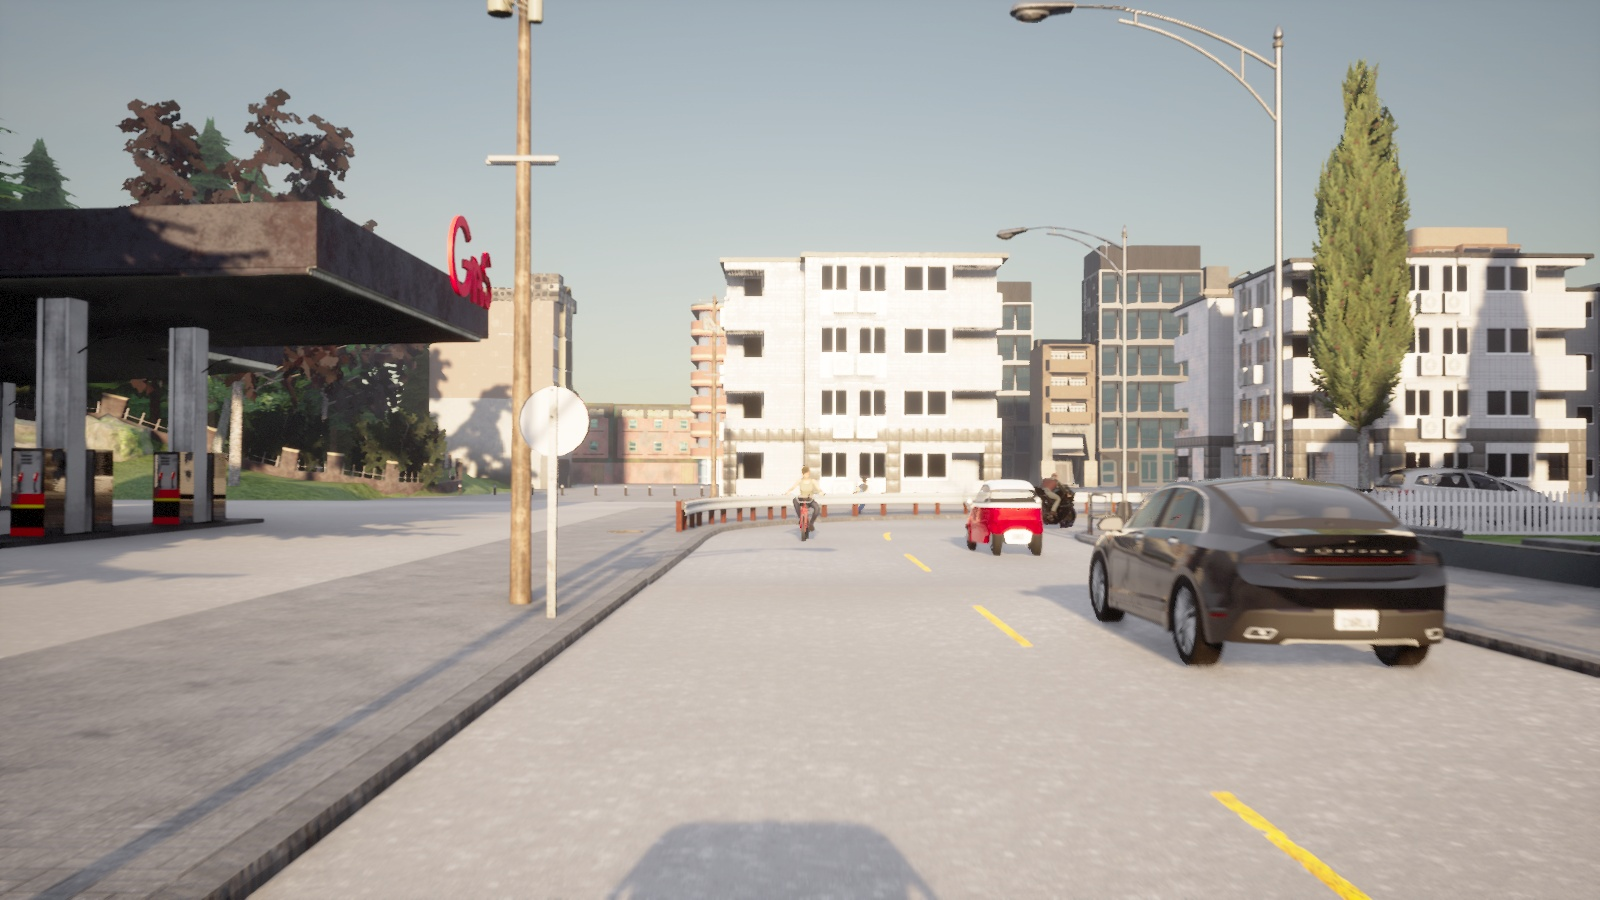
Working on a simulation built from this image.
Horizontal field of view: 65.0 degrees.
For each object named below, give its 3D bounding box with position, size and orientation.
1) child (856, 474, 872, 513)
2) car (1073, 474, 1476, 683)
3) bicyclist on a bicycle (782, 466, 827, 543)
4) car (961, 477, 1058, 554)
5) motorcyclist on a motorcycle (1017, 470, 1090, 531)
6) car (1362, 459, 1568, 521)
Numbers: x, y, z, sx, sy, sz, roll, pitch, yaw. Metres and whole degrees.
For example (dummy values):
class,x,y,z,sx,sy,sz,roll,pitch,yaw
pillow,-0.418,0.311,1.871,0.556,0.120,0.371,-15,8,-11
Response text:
class,x,y,z,sx,sy,sz,roll,pitch,yaw
child,2.075,1.409,40.953,0.437,1.263,0.270,0,-1,-33
car,3.972,0.974,11.549,1.837,1.490,4.892,0,-1,0
bicyclist on a bicycle,0.108,1.156,27.142,0.866,1.612,1.509,0,-1,4
car,3.942,1.210,23.893,1.481,1.376,2.207,0,-1,0
motorcyclist on a motorcycle,6.705,1.319,33.157,0.866,1.530,2.191,1,0,42
car,18.661,1.114,35.406,4.611,1.667,2.242,0,-1,0
